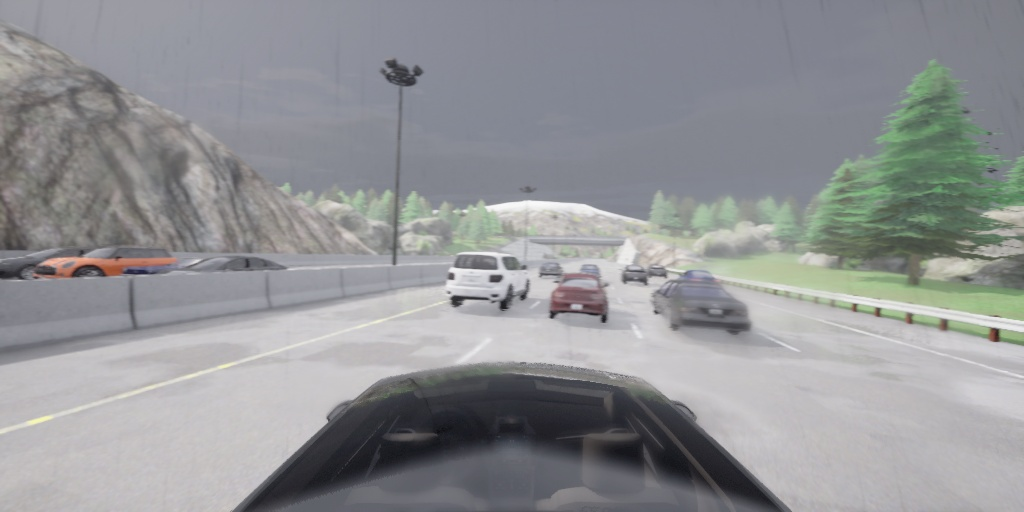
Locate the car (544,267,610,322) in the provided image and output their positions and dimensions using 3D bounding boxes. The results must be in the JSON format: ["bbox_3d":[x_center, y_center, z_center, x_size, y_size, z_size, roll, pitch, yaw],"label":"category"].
[{"bbox_3d":[2.409,1.320,12.624,1.812,1.442,4.674,2,0,13],"label":"car"}]

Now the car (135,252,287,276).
[{"bbox_3d":[-11.664,0.748,14.734,1.837,1.490,4.892,2,0,13],"label":"car"}]

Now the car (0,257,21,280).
[{"bbox_3d":[-21.795,0.346,17.486,1.837,1.490,4.892,2,0,13],"label":"car"}]

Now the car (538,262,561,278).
[{"bbox_3d":[3.674,1.299,33.341,2.033,1.411,5.357,2,0,13],"label":"car"}]

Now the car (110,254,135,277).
[{"bbox_3d":[-14.798,0.715,16.704,1.895,1.301,4.718,2,0,13],"label":"car"}]

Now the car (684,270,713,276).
[{"bbox_3d":[12.190,1.648,23.684,1.812,1.442,4.674,2,0,13],"label":"car"}]

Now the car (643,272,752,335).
[{"bbox_3d":[5.761,1.475,11.570,2.033,1.411,5.357,2,0,13],"label":"car"}]

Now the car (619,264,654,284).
[{"bbox_3d":[9.951,1.502,29.460,2.128,1.511,4.902,2,0,13],"label":"car"}]

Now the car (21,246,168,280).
[{"bbox_3d":[-18.398,0.327,16.628,2.097,1.767,4.553,2,0,13],"label":"car"}]

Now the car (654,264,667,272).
[{"bbox_3d":[15.993,1.688,39.921,2.128,1.511,4.902,2,0,13],"label":"car"}]

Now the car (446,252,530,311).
[{"bbox_3d":[-0.744,0.886,14.432,2.150,2.045,5.566,2,0,13],"label":"car"}]

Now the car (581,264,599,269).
[{"bbox_3d":[6.739,1.427,31.088,2.033,1.411,5.357,2,0,13],"label":"car"}]
